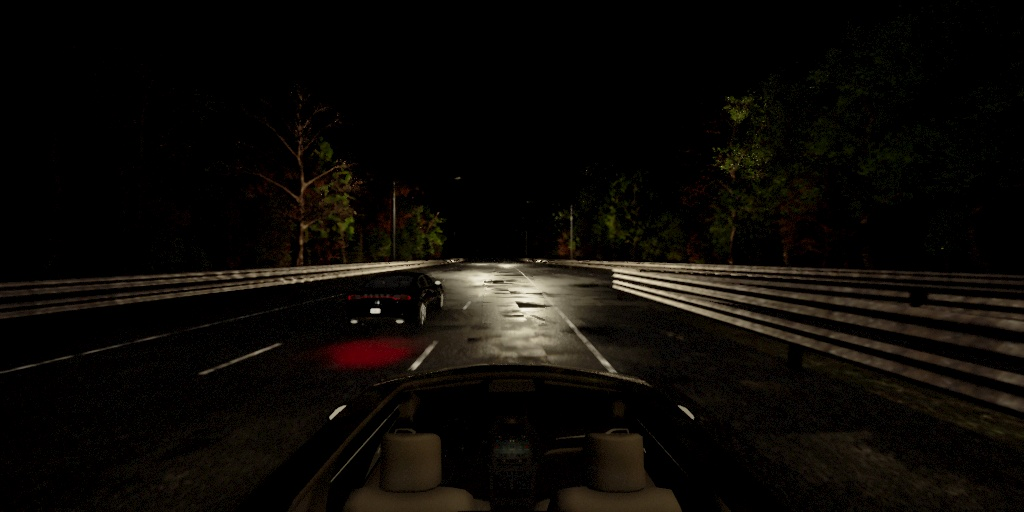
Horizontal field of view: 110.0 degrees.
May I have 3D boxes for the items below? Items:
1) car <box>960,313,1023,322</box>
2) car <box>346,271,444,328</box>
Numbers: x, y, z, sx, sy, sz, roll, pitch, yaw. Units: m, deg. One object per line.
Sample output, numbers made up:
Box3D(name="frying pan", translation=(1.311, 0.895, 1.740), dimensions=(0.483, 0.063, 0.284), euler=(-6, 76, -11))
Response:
Box3D(name="car", translation=(13.441, 1.343, 7.424), dimensions=(2.033, 1.411, 5.357), euler=(0, 0, -13))
Box3D(name="car", translation=(-3.451, 1.229, 11.486), dimensions=(1.882, 1.535, 5.008), euler=(0, 0, 0))
